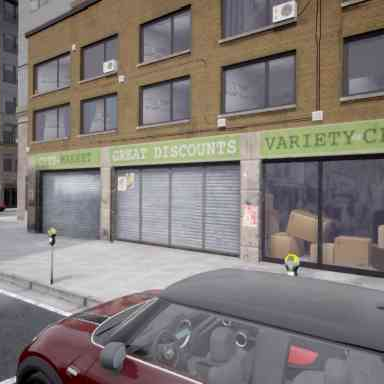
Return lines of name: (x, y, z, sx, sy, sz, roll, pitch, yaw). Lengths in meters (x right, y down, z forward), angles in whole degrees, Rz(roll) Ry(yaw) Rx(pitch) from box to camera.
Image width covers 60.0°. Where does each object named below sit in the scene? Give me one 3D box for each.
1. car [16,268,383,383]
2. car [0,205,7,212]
car: (0.240, 1.440, 2.894, 4.097, 1.590, 1.967, 0, 1, 35)
car: (-19.429, 1.458, 29.774, 1.895, 1.301, 4.718, 1, 1, 34)
